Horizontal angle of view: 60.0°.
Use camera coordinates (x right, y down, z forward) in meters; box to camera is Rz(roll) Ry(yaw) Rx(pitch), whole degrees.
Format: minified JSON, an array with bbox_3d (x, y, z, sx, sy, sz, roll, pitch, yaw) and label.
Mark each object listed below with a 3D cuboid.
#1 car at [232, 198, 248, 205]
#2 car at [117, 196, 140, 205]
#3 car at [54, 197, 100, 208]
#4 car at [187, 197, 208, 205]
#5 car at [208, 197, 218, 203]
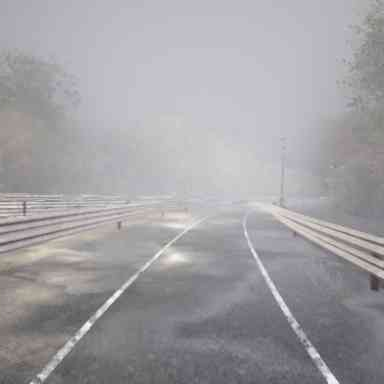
[{"bbox_3d":[10.376,2.027,71.355,2.033,1.411,5.357,2,0,29],"label":"car"},{"bbox_3d":[-9.482,1.287,50.401,1.812,1.442,4.674,2,0,29],"label":"car"},{"bbox_3d":[-11.256,1.213,33.021,2.128,1.511,4.902,2,0,29],"label":"car"},{"bbox_3d":[0.438,1.725,60.870,1.895,1.301,4.718,2,0,29],"label":"car"},{"bbox_3d":[4.286,1.768,74.797,2.128,1.511,4.902,2,0,29],"label":"car"}]
